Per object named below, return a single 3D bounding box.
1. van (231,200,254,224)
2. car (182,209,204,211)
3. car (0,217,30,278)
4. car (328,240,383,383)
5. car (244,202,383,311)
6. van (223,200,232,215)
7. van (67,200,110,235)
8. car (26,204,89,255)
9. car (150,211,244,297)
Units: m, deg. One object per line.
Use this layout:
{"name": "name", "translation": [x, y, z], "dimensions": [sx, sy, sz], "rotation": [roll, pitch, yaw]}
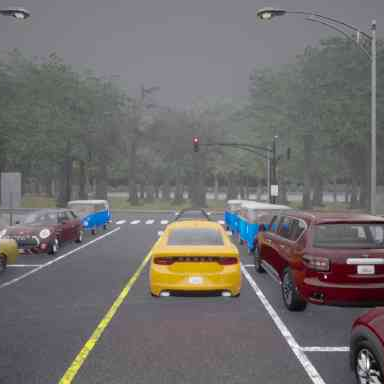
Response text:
{"name": "van", "translation": [2.752, 1.342, 13.098], "dimensions": [1.690, 1.788, 3.998], "rotation": [0, 0, 0]}
{"name": "car", "translation": [0.046, 1.566, 17.538], "dimensions": [1.994, 1.385, 4.181], "rotation": [0, 0, 0]}
{"name": "car", "translation": [-5.769, 1.526, 7.484], "dimensions": [1.752, 1.417, 4.829], "rotation": [0, 0, 0]}
{"name": "car", "translation": [2.760, 1.440, 2.223], "dimensions": [1.967, 1.590, 4.097], "rotation": [0, 0, 0]}
{"name": "car", "translation": [2.756, 1.315, 7.661], "dimensions": [2.192, 1.841, 5.009], "rotation": [0, 0, 0]}
{"name": "van", "translation": [2.747, 1.343, 18.536], "dimensions": [1.690, 1.788, 3.998], "rotation": [0, 0, 0]}
{"name": "van", "translation": [-5.778, 1.343, 18.530], "dimensions": [1.690, 1.788, 3.998], "rotation": [0, 0, 0]}
{"name": "car", "translation": [-5.773, 1.441, 13.092], "dimensions": [1.967, 1.590, 4.097], "rotation": [0, 0, 0]}
{"name": "car", "translation": [0.080, 1.478, 8.616], "dimensions": [1.882, 1.535, 5.008], "rotation": [0, 0, 0]}
